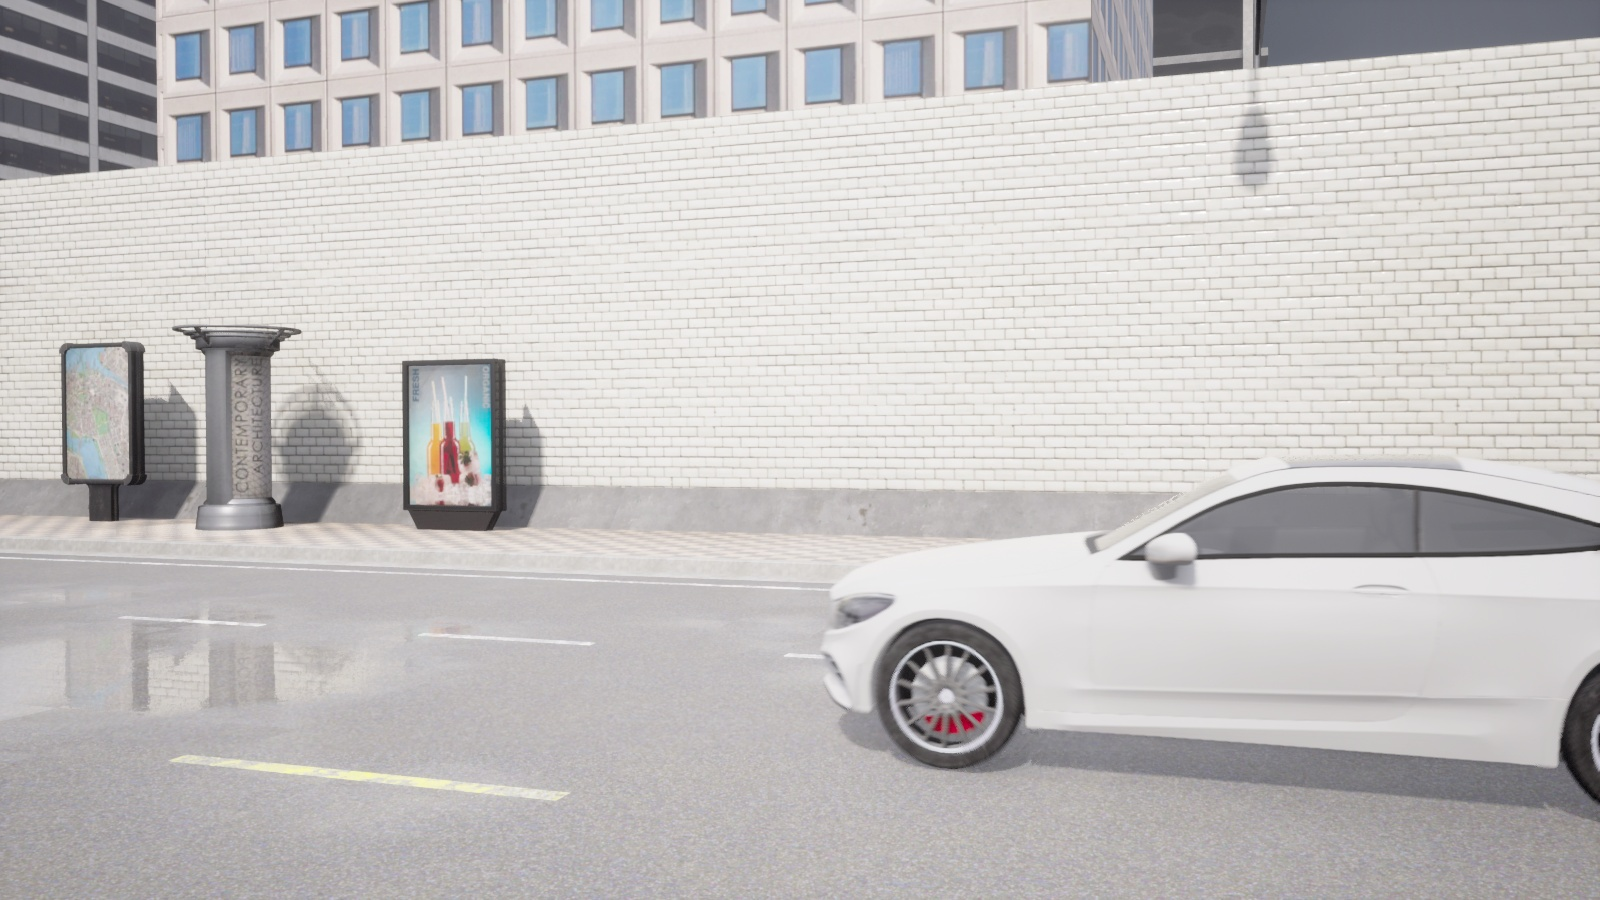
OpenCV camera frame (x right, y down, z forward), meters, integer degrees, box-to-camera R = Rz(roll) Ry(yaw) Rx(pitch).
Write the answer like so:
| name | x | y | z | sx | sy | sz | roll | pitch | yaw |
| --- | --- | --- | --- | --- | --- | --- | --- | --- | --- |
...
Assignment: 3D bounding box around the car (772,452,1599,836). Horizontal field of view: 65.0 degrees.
| name | x | y | z | sx | sy | sz | roll | pitch | yaw |
| --- | --- | --- | --- | --- | --- | --- | --- | --- | --- |
| car | 2.375 | 0.764 | 6.102 | 4.674 | 1.442 | 1.812 | 1 | 1 | 19 |
